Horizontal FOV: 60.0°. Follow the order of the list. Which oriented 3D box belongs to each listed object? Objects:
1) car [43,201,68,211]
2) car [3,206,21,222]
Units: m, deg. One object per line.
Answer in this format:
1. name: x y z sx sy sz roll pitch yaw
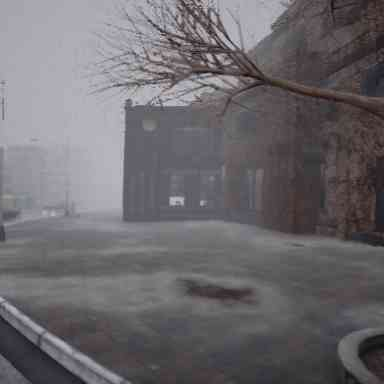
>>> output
1. car: -19.654 2.001 48.654 2.033 1.411 5.357 1 -1 5
2. car: -16.302 1.819 28.139 1.895 1.301 4.718 1 -1 -6
